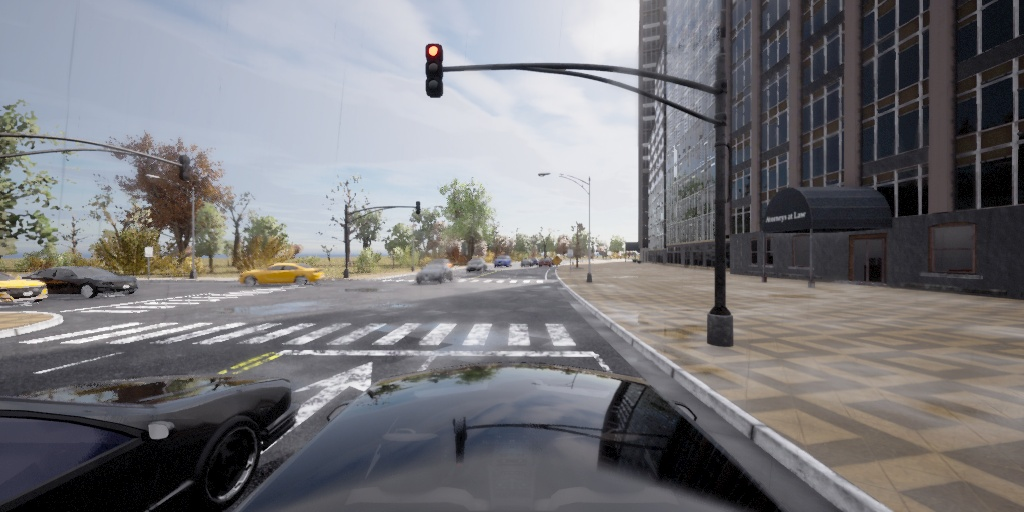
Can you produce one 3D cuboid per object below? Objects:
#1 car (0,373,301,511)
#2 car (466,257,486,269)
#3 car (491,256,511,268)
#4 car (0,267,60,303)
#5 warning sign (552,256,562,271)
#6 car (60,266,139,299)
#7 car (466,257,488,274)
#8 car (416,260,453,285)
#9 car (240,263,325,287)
[{"bbox_3d":[-3.128,1.298,1.222,2.033,1.411,5.357,0,0,1],"label":"car"},{"bbox_3d":[-5.583,1.102,55.975,2.097,1.767,4.553,0,0,9],"label":"car"},{"bbox_3d":[-1.540,0.970,60.751,2.150,2.045,5.566,0,1,9],"label":"car"},{"bbox_3d":[-22.473,1.288,14.906,5.008,1.535,1.882,0,0,3],"label":"car"},{"bbox_3d":[5.525,0.868,43.921,1.300,1.860,1.060,0,0,7],"label":"warning sign"},{"bbox_3d":[-21.831,1.275,18.126,5.008,1.535,1.882,0,0,4],"label":"car"},{"bbox_3d":[-4.113,1.252,42.450,1.837,1.490,4.892,0,0,7],"label":"car"},{"bbox_3d":[-5.614,1.272,26.576,1.812,1.442,4.674,0,0,4],"label":"car"},{"bbox_3d":[-15.676,1.234,24.594,5.008,1.535,1.882,0,2,-10],"label":"car"}]
